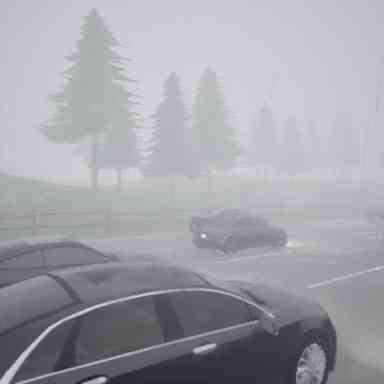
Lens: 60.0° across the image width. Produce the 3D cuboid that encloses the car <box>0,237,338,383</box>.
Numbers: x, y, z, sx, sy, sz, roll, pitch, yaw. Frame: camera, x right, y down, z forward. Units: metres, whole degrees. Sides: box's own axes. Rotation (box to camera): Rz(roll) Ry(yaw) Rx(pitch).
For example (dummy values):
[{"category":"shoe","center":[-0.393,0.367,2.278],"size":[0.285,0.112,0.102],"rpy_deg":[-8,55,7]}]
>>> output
[{"category":"car","center":[-0.427,1.532,3.485],"size":[4.892,1.490,1.837],"rpy_deg":[0,0,-35]}]

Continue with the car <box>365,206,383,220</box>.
[{"category":"car","center":[17.243,1.829,29.227],"size":[4.718,1.301,1.895],"rpy_deg":[0,-1,-36]}]

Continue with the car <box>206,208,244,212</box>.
[{"category":"car","center":[2.165,1.616,18.299],"size":[5.008,1.535,1.882],"rpy_deg":[0,-1,-36]}]

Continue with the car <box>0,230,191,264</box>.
[{"category":"car","center":[-2.514,1.573,6.368],"size":[4.674,1.442,1.812],"rpy_deg":[0,0,-35]}]

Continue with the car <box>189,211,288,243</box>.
[{"category":"car","center":[2.079,1.670,13.932],"size":[4.181,1.385,1.994],"rpy_deg":[0,-1,-36]}]
